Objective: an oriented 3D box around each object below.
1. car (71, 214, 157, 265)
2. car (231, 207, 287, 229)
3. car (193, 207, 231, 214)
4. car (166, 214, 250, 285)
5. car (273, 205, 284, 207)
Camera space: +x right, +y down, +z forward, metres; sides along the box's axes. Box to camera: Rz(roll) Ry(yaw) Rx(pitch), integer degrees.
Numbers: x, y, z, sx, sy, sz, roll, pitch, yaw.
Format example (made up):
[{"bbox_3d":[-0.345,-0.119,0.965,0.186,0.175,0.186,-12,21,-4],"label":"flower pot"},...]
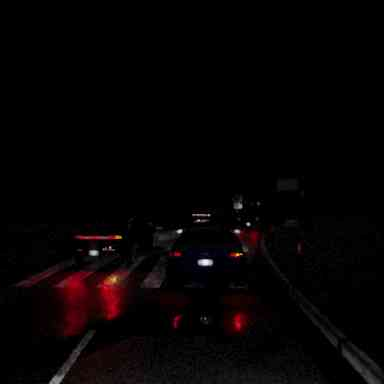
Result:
[{"bbox_3d":[-2.541,1.534,11.914,2.128,1.511,4.902,-1,0,6],"label":"car"},{"bbox_3d":[4.892,1.888,23.102,1.895,1.301,4.718,-4,-5,35],"label":"car"},{"bbox_3d":[1.805,1.890,24.352,2.128,1.511,4.902,-3,-5,34],"label":"car"},{"bbox_3d":[0.469,1.576,9.598,1.994,1.385,4.181,0,0,5],"label":"car"},{"bbox_3d":[19.073,3.837,75.408,4.553,1.767,2.097,-4,-6,41],"label":"car"}]
